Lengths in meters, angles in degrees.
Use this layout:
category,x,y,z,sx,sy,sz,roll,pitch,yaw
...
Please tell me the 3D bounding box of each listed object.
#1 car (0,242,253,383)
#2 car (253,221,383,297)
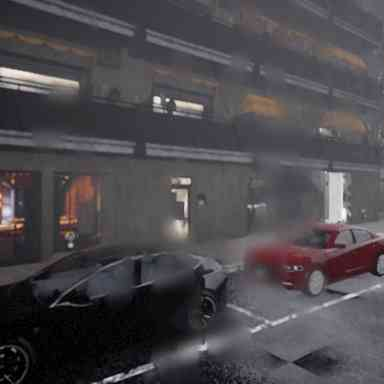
category,x,y,z,sx,sy,sz,roll,pitch,yaw
car,-1.346,1.548,5.120,4.313,1.339,1.947,-1,1,-35
car,3.287,1.468,8.388,4.507,1.381,1.887,-1,1,-35
